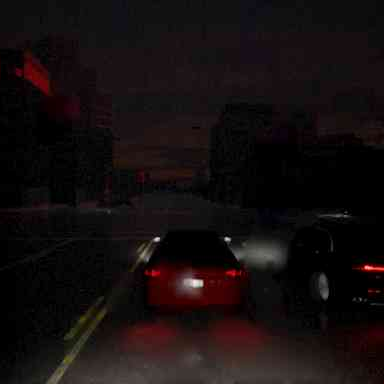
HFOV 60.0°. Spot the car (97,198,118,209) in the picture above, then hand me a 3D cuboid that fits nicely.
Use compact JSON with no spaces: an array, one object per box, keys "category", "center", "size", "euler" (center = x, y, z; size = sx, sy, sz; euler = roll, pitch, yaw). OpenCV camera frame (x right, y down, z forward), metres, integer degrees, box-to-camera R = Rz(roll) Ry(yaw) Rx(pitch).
[{"category":"car","center":[-12.498,1.729,48.443],"size":[1.895,1.301,4.718],"euler":[0,-1,-3]}]

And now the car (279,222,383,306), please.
[{"category":"car","center":[3.505,1.495,8.004],"size":[1.837,1.490,4.892],"euler":[0,0,0]}]

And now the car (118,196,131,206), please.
[{"category":"car","center":[-13.450,1.703,65.896],"size":[2.150,2.045,5.566],"euler":[0,-1,-3]}]

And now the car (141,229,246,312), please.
[{"category":"car","center":[0.009,1.554,7.776],"size":[1.994,1.385,4.181],"euler":[0,0,-1]}]

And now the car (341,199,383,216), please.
[{"category":"car","center":[15.874,1.274,28.752],"size":[5.357,1.411,2.033],"euler":[-1,0,-4]}]
